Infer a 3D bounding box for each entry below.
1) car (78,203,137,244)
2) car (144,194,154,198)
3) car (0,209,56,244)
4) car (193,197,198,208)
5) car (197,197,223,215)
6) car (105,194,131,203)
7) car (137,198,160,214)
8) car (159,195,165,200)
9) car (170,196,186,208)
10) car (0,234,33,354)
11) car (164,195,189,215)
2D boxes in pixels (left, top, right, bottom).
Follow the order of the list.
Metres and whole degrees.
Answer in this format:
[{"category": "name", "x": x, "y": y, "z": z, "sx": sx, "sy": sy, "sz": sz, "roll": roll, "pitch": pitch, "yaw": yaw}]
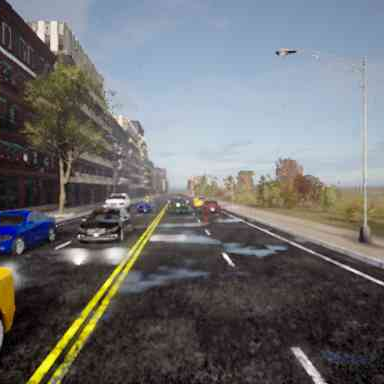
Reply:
[{"category": "car", "x": -4.019, "y": 1.505, "z": 15.987, "sx": 1.837, "sy": 1.490, "sz": 4.892, "roll": 0, "pitch": 0, "yaw": -3}, {"category": "car", "x": -9.903, "y": 1.258, "z": 76.975, "sx": 1.882, "sy": 1.535, "sz": 5.008, "roll": 0, "pitch": 0, "yaw": -3}, {"category": "car", "x": -7.162, "y": 1.503, "z": 13.470, "sx": 1.882, "sy": 1.535, "sz": 5.008, "roll": 0, "pitch": 0, "yaw": -3}, {"category": "car", "x": 1.237, "y": 1.400, "z": 47.213, "sx": 1.882, "sy": 1.535, "sz": 5.008, "roll": 0, "pitch": 0, "yaw": -2}, {"category": "car", "x": 1.858, "y": 1.460, "z": 33.603, "sx": 1.812, "sy": 1.442, "sz": 4.674, "roll": 0, "pitch": 0, "yaw": -2}, {"category": "car", "x": -8.104, "y": 1.214, "z": 36.672, "sx": 2.150, "sy": 2.045, "sz": 5.566, "roll": 0, "pitch": 0, "yaw": -2}, {"category": "car", "x": -4.816, "y": 1.579, "z": 35.678, "sx": 1.895, "sy": 1.301, "sz": 4.718, "roll": 0, "pitch": 0, "yaw": -2}, {"category": "car", "x": -6.656, "y": 1.310, "z": 77.120, "sx": 1.994, "sy": 1.385, "sz": 4.181, "roll": 0, "pitch": 0, "yaw": -3}, {"category": "car", "x": -2.033, "y": 1.436, "z": 47.645, "sx": 2.128, "sy": 1.511, "sz": 4.902, "roll": 0, "pitch": 0, "yaw": -2}, {"category": "car", "x": -3.432, "y": 1.496, "z": 2.796, "sx": 1.882, "sy": 1.535, "sz": 5.008, "roll": 0, "pitch": 0, "yaw": -2}, {"category": "car", "x": -1.410, "y": 1.308, "z": 33.981, "sx": 2.097, "sy": 1.767, "sz": 4.553, "roll": 0, "pitch": 0, "yaw": -2}]
